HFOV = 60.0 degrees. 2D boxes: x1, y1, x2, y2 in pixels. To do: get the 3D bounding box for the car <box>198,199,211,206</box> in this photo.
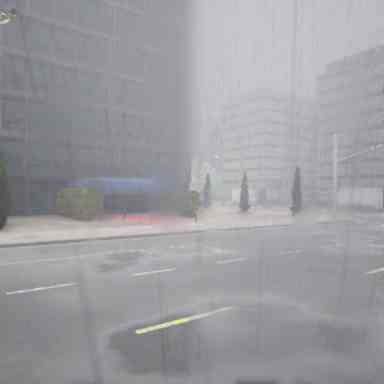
[{"bbox_3d":[2.012,1.993,63.946,1.994,1.385,4.181,1,0,-34],"label":"car"}]
